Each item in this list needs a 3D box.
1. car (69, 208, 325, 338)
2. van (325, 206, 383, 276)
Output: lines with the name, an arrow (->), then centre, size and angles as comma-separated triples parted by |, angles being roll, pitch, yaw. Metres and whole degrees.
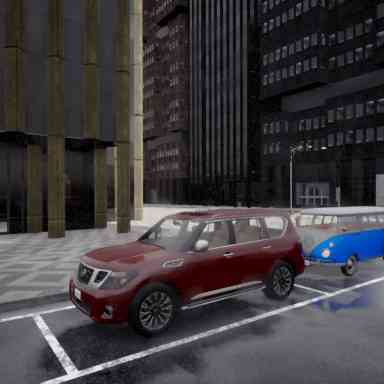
car -> 0.208, 1.315, 6.809 | 5.009, 1.841, 2.192 | 0, 0, -36
van -> 4.704, 1.341, 10.020 | 3.998, 1.788, 1.690 | 0, 0, -36
